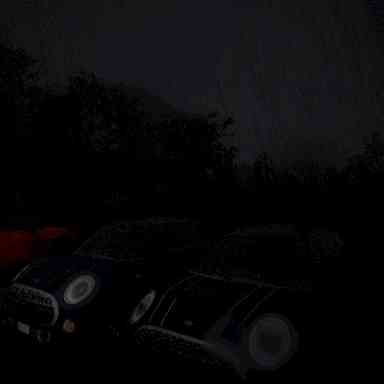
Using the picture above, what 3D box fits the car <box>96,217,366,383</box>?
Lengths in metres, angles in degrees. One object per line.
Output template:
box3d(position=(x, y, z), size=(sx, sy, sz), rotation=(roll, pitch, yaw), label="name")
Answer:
box3d(position=(1.152, 1.351, 4.977), size=(2.185, 1.767, 4.553), rotation=(0, 0, 36), label="car")

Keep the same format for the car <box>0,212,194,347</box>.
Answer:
box3d(position=(-1.115, 1.352, 6.594), size=(2.185, 1.767, 4.553), rotation=(0, 0, 35), label="car")

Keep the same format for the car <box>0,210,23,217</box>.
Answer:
box3d(position=(-5.584, 1.353, 9.705), size=(2.185, 1.767, 4.553), rotation=(0, 0, 36), label="car")
